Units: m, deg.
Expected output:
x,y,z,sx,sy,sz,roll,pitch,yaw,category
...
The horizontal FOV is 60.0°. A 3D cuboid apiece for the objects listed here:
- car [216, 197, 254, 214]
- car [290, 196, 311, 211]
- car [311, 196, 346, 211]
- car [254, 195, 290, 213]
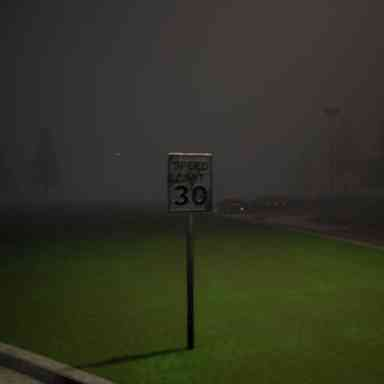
x,y,z,sx,sy,sz,roll,pitch,yaw,category
3.843,1.253,32.233,1.837,1.490,4.892,0,0,-16,car
10.158,1.179,35.643,1.882,1.535,5.008,0,0,-16,car
13.974,1.185,35.002,2.128,1.511,4.902,0,0,-16,car
7.296,1.084,32.881,2.097,1.767,4.553,0,0,-16,car
